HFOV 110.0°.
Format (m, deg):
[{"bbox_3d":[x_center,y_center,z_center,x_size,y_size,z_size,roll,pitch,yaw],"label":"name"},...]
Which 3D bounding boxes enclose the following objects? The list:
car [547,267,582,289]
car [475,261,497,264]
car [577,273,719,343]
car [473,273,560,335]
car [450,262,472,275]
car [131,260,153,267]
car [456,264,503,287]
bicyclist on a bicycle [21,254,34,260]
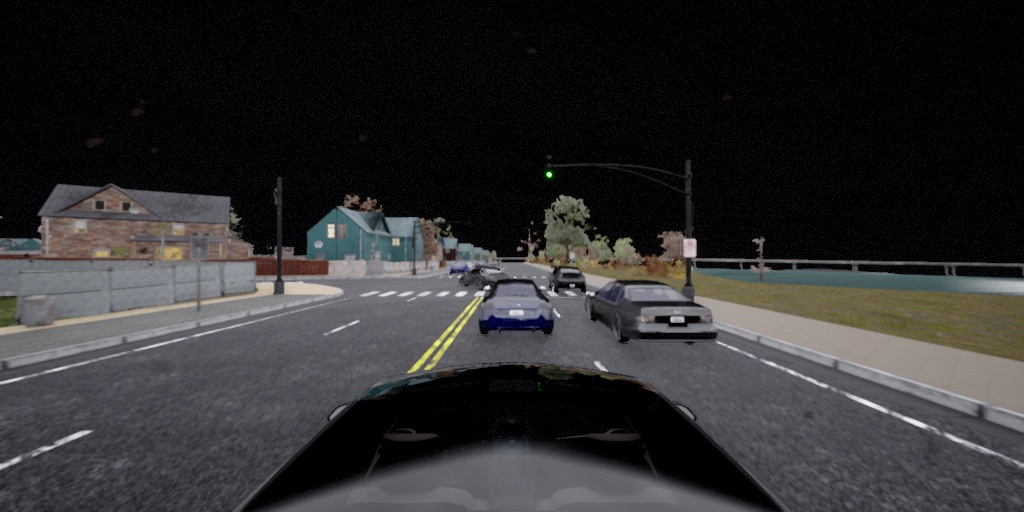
[{"bbox_3d":[3.352,1.402,22.375,1.837,1.490,4.892,0,0,0],"label":"car"},{"bbox_3d":[-3.323,1.647,46.414,1.994,1.385,4.181,0,0,0],"label":"car"},{"bbox_3d":[3.353,1.353,9.782,2.033,1.411,5.357,0,0,0],"label":"car"},{"bbox_3d":[0.100,1.375,10.763,1.994,1.385,4.181,0,-1,0],"label":"car"},{"bbox_3d":[-6.583,1.550,45.152,1.882,1.535,5.008,0,0,1],"label":"car"},{"bbox_3d":[-21.023,0.982,20.819,4.902,1.511,2.128,1,-1,-35],"label":"car"},{"bbox_3d":[-1.840,1.431,23.700,1.812,1.442,4.674,1,-1,-30],"label":"car"},{"bbox_3d":[-29.611,0.682,21.913,0.582,1.620,1.656,1,-1,-35],"label":"bicyclist on a bicycle"}]
